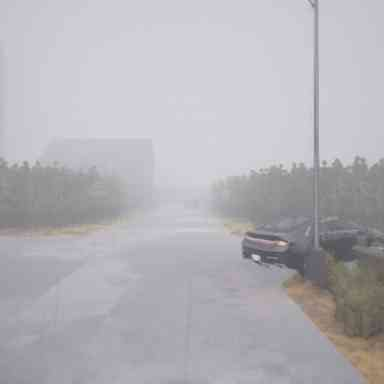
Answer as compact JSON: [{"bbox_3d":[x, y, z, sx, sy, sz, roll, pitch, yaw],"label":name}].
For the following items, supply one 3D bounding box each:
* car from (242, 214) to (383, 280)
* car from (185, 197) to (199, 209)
[{"bbox_3d":[3.676,1.385,9.655,4.902,1.511,2.128,-1,1,-32],"label":"car"},{"bbox_3d":[-0.006,1.573,50.996,2.097,1.767,4.553,0,0,0],"label":"car"}]
